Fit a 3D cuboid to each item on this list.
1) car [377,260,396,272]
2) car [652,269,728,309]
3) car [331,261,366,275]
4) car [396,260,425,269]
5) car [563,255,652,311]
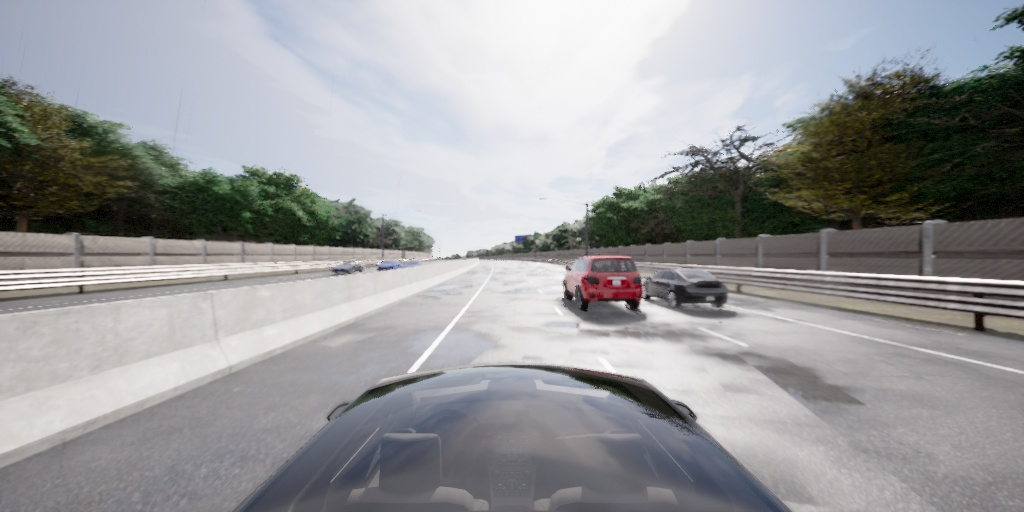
[{"bbox_3d":[-14.782,1.216,43.632,1.882,1.535,5.008,0,0,-2],"label":"car"},{"bbox_3d":[7.024,1.271,15.166,1.837,1.490,4.892,0,0,-1],"label":"car"},{"bbox_3d":[-18.174,1.297,40.144,2.033,1.411,5.357,0,0,-1],"label":"car"},{"bbox_3d":[-11.201,1.219,40.825,1.882,1.535,5.008,0,0,-2],"label":"car"},{"bbox_3d":[3.530,0.993,14.846,2.150,2.045,5.566,0,0,-1],"label":"car"}]
